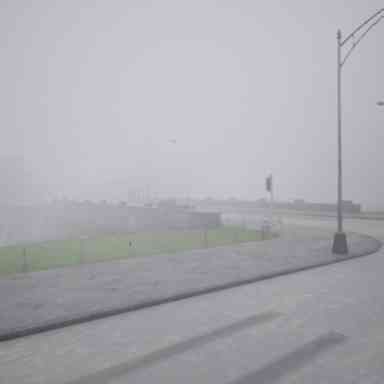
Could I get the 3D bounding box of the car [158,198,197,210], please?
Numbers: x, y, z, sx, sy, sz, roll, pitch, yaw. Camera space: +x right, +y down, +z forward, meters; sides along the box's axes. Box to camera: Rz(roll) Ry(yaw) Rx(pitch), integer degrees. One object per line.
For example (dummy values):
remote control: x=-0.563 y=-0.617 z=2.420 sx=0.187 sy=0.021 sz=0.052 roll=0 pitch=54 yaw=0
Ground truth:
car: x=-1.706 y=1.376 z=35.443 sx=2.033 sy=1.411 sz=5.357 roll=-1 pitch=0 yaw=-36
